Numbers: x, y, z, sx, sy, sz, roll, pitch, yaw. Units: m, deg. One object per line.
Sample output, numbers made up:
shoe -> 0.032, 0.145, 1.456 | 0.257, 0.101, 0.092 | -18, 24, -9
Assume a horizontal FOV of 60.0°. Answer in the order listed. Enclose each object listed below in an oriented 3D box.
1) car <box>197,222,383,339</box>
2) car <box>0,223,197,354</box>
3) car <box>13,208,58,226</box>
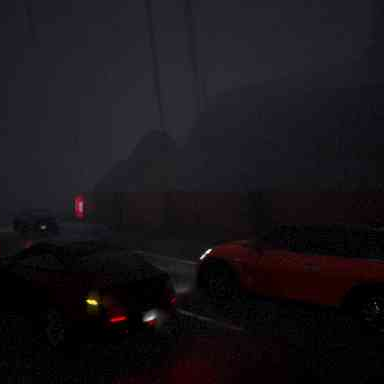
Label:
car -> 2.278, 1.399, 6.946 | 4.553, 1.767, 2.097 | 0, -1, 38
car -> -2.303, 1.574, 6.228 | 4.674, 1.442, 1.812 | 0, 0, 42
car -> -9.149, 1.675, 19.354 | 1.812, 1.442, 4.674 | 0, 0, -36
